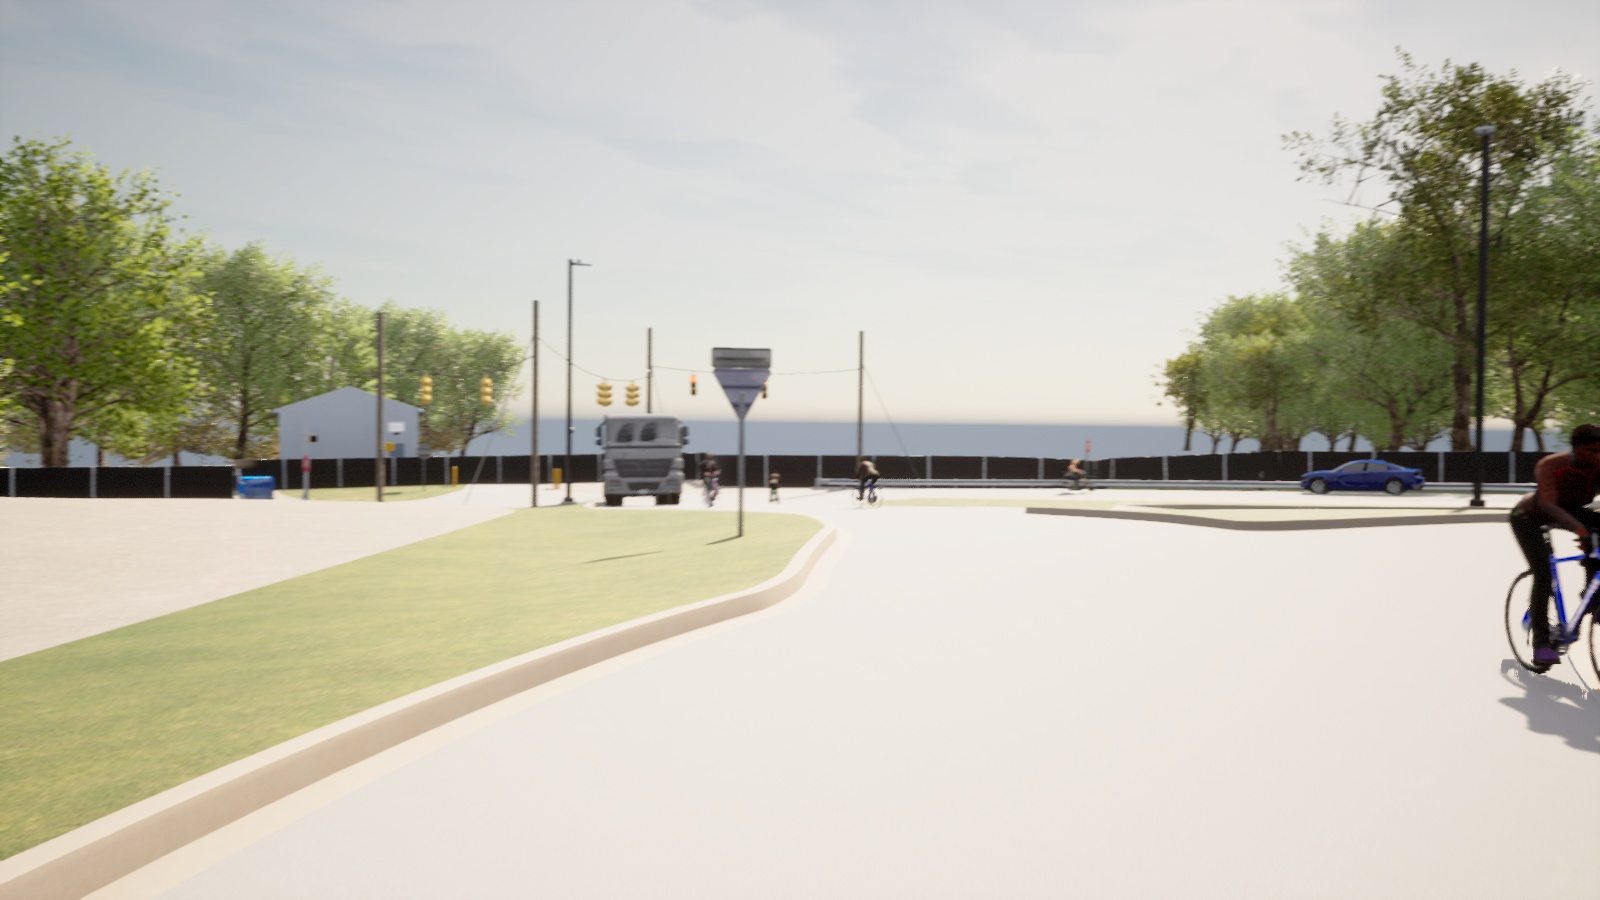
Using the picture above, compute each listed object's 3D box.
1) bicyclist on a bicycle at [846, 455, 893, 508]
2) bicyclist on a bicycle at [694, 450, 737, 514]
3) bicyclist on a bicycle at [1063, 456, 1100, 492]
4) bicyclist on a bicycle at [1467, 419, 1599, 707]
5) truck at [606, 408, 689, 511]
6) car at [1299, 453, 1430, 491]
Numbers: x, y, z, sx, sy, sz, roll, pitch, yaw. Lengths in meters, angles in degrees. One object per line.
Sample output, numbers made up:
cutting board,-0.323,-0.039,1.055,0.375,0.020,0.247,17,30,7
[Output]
bicyclist on a bicycle,2.152,0.987,38.894,0.582,1.620,1.656,0,-3,-32
bicyclist on a bicycle,-2.433,0.942,36.138,0.659,1.776,1.843,0,-3,-22
bicyclist on a bicycle,13.016,1.117,58.067,1.509,1.612,0.866,-1,1,27
bicyclist on a bicycle,4.804,0.624,7.697,0.582,1.620,1.656,-1,1,2
truck,-6.047,0.524,48.799,2.891,3.462,7.936,-1,-4,-9
car,24.751,0.962,55.094,5.008,1.535,1.882,-1,1,33
